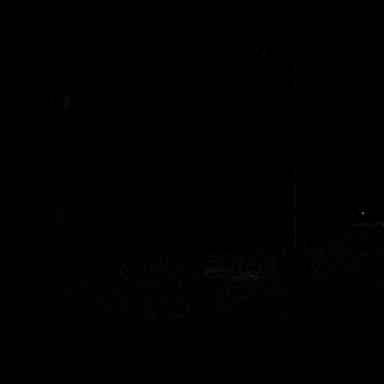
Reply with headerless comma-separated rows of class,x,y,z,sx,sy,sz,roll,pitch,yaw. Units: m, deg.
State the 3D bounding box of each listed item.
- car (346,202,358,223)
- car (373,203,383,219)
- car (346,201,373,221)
car,9.380,1.539,24.399,1.947,1.339,4.313,0,0,-35
car,15.918,1.580,29.054,1.947,1.339,4.313,0,0,-35
car,10.918,1.209,26.619,2.150,2.045,5.566,0,0,-35
